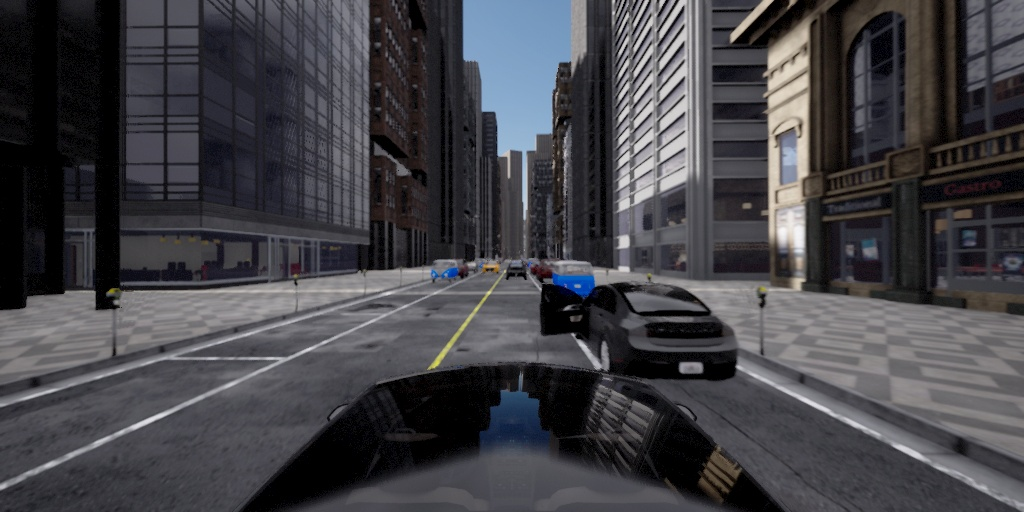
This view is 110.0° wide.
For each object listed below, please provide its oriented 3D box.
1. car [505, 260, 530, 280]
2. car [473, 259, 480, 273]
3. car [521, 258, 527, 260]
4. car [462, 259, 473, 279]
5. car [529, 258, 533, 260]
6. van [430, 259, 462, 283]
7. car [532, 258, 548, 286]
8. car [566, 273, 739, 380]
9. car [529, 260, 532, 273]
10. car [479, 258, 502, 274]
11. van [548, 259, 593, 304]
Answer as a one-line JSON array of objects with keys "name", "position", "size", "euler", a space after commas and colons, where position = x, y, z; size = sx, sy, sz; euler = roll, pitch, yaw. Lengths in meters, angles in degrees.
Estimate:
[{"name": "car", "position": [0.410, 1.361, 33.266], "size": [1.837, 1.490, 4.892], "euler": [0, 0, 1]}, {"name": "car", "position": [-5.283, 1.471, 46.008], "size": [2.007, 1.370, 4.403], "euler": [0, 0, 1]}, {"name": "car", "position": [0.555, 1.399, 48.330], "size": [2.128, 1.511, 4.902], "euler": [0, 0, 1]}, {"name": "car", "position": [-5.400, 1.197, 34.790], "size": [2.192, 1.841, 5.009], "euler": [0, 0, 1]}, {"name": "car", "position": [3.242, 1.328, 45.928], "size": [1.967, 1.591, 4.097], "euler": [0, 0, 1]}, {"name": "van", "position": [-5.459, 1.203, 29.181], "size": [1.690, 1.789, 3.998], "euler": [0, 0, 1]}, {"name": "car", "position": [3.066, 1.145, 29.102], "size": [2.192, 1.841, 5.009], "euler": [0, 0, 1]}, {"name": "car", "position": [2.426, 1.264, 7.235], "size": [1.837, 1.490, 4.892], "euler": [0, 0, 1]}, {"name": "car", "position": [3.183, 1.414, 40.320], "size": [1.888, 1.381, 4.507], "euler": [0, 0, 1]}, {"name": "car", "position": [-2.555, 1.382, 44.103], "size": [1.882, 1.535, 5.008], "euler": [0, -1, 1]}, {"name": "van", "position": [2.948, 1.133, 17.885], "size": [1.690, 1.789, 3.998], "euler": [0, 0, 1]}]
